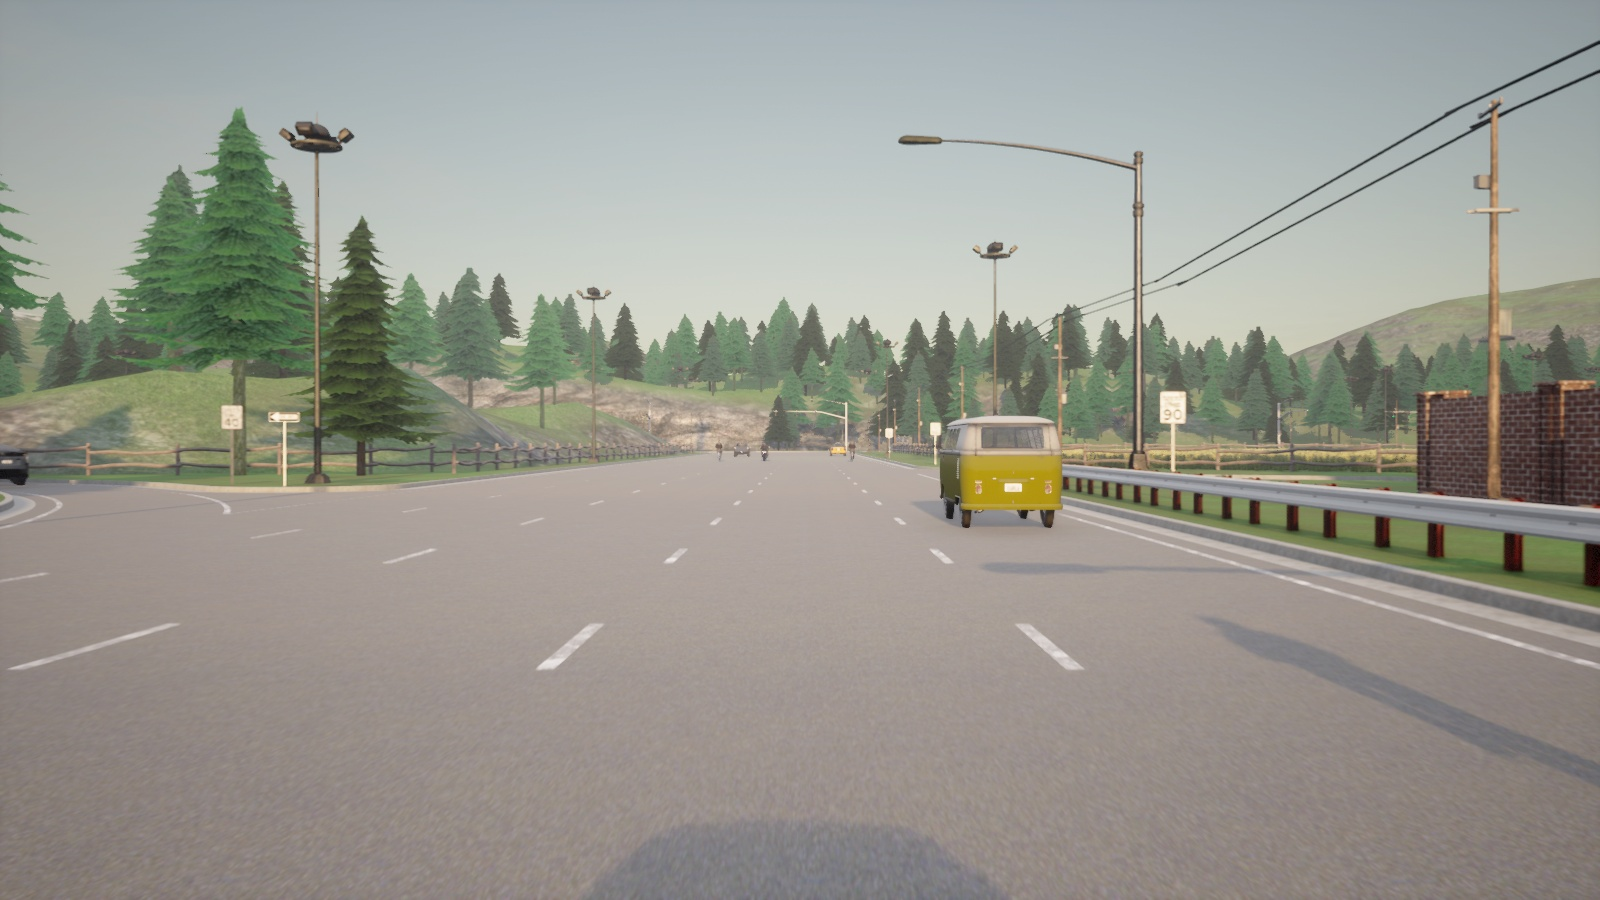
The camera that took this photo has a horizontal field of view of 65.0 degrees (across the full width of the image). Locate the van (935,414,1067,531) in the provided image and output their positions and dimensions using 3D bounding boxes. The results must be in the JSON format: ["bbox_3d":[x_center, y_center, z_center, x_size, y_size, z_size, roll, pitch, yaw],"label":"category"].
[{"bbox_3d":[3.648,0.370,23.467,1.775,1.987,4.442,0,0,0],"label":"van"}]

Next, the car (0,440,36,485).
[{"bbox_3d":[-29.369,0.419,44.507,4.514,1.525,2.007,0,0,30],"label":"car"}]

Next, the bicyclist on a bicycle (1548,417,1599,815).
[{"bbox_3d":[3.542,0.676,4.635,0.582,1.620,1.656,0,0,0],"label":"bicyclist on a bicycle"}]
